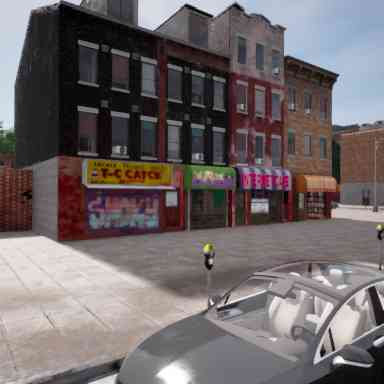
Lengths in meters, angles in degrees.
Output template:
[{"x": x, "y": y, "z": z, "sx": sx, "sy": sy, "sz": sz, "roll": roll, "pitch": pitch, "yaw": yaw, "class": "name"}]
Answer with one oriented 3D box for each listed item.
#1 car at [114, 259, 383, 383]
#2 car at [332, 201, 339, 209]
[{"x": 1.312, "y": 1.552, "z": 3.734, "sx": 4.403, "sy": 1.369, "sz": 2.008, "roll": 0, "pitch": 0, "yaw": -35, "class": "car"}, {"x": 15.749, "y": 1.374, "z": 41.289, "sx": 1.837, "sy": 1.490, "sz": 4.892, "roll": 0, "pitch": 0, "yaw": -36, "class": "car"}]
